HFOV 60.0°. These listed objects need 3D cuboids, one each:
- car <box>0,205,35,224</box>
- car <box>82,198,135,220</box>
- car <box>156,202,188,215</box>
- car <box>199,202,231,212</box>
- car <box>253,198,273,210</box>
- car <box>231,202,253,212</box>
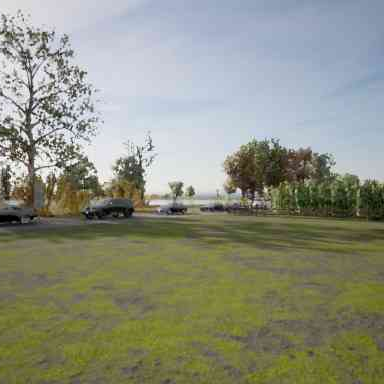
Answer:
[{"bbox_3d":[-14.296,1.728,24.763,2.128,1.511,4.902,-1,-2,35],"label":"car"},{"bbox_3d":[-8.231,1.614,33.436,2.150,2.045,5.566,-1,-2,36],"label":"car"},{"bbox_3d":[-2.499,2.034,41.632,2.128,1.511,4.902,-1,-2,35],"label":"car"},{"bbox_3d":[3.265,2.240,49.812,2.033,1.411,5.357,-1,-2,35],"label":"car"},{"bbox_3d":[12.517,2.054,58.158,2.150,2.045,5.566,-1,-2,35],"label":"car"},{"bbox_3d":[6.582,2.220,49.572,2.033,1.411,5.357,-1,-2,35],"label":"car"}]
